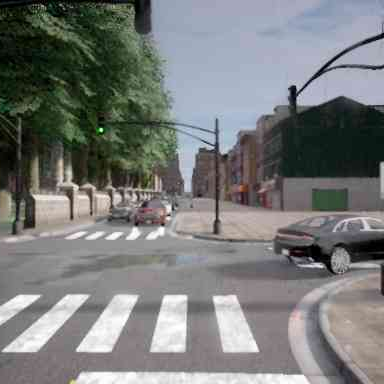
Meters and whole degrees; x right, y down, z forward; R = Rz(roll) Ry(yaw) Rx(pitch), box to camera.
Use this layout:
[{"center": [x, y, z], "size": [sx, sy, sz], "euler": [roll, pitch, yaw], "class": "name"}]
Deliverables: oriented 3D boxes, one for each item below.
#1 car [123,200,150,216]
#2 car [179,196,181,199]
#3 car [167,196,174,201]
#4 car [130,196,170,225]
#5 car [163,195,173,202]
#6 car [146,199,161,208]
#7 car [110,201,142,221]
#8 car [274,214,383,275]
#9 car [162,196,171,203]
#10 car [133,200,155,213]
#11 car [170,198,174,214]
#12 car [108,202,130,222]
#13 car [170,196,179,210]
[{"center": [-5.558, 1.610, 33.806], "size": [2.008, 1.369, 4.403], "euler": [1, 0, 0], "class": "car"}, {"center": [-3.152, 1.679, 52.092], "size": [1.994, 1.385, 4.181], "euler": [0, 0, -1], "class": "car"}, {"center": [-6.066, 1.874, 93.587], "size": [1.752, 1.417, 4.829], "euler": [1, 0, 0], "class": "car"}, {"center": [-2.905, 1.390, 24.030], "size": [2.097, 1.767, 4.553], "euler": [0, 0, -2], "class": "car"}, {"center": [-5.970, 1.591, 82.858], "size": [2.192, 1.841, 5.009], "euler": [1, 0, 0], "class": "car"}, {"center": [-5.697, 1.691, 50.155], "size": [1.802, 1.307, 4.206], "euler": [1, 0, 0], "class": "car"}, {"center": [-5.565, 1.573, 28.644], "size": [1.752, 1.417, 4.829], "euler": [1, 0, 0], "class": "car"}, {"center": [4.792, 1.424, 10.011], "size": [4.902, 1.511, 2.128], "euler": [0, -2, -23], "class": "car"}, {"center": [-5.927, 1.766, 77.236], "size": [1.752, 1.417, 4.829], "euler": [1, 0, 0], "class": "car"}, {"center": [-5.604, 1.639, 39.256], "size": [1.947, 1.339, 4.313], "euler": [1, 0, 0], "class": "car"}, {"center": [-3.015, 1.583, 32.989], "size": [1.812, 1.442, 4.674], "euler": [0, 0, -1], "class": "car"}, {"center": [-5.525, 1.594, 26.670], "size": [2.008, 1.369, 4.403], "euler": [1, 0, 0], "class": "car"}, {"center": [-3.098, 1.573, 42.236], "size": [2.128, 1.511, 4.902], "euler": [0, 0, 0], "class": "car"}]
